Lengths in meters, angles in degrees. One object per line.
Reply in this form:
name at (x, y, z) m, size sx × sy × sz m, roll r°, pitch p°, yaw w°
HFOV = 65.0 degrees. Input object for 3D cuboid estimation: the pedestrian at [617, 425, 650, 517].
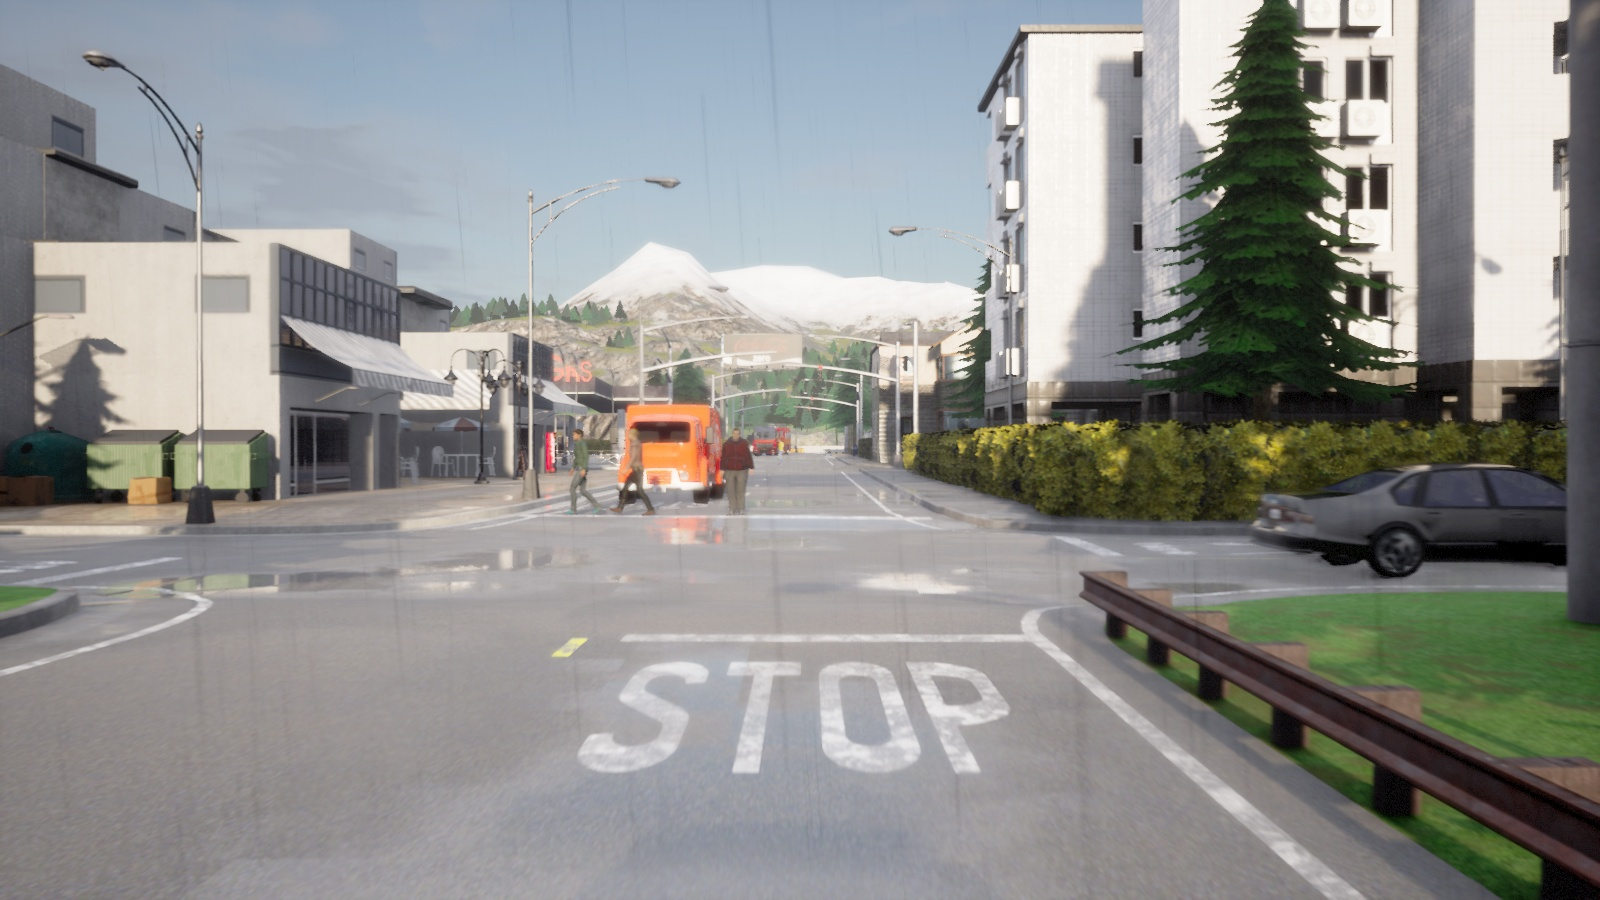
pedestrian at (-3.371, 0.426, 25.427) m, size 0.634 × 1.846 × 0.331 m, roll 0°, pitch 0°, yaw 0°

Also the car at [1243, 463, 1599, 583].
car at (8.736, 0.886, 16.144) m, size 5.357 × 1.411 × 2.033 m, roll 0°, pitch 0°, yaw 1°

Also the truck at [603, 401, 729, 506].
truck at (-3.300, 0.077, 32.155) m, size 2.627 × 2.467 × 5.204 m, roll 0°, pitch 0°, yaw 0°

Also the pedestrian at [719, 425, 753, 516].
pedestrian at (-1.312, 0.408, 25.867) m, size 0.634 × 1.844 × 0.899 m, roll 0°, pitch 0°, yaw 2°

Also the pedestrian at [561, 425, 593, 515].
pedestrian at (-4.593, 0.405, 25.852) m, size 0.614 × 1.847 × 0.353 m, roll 0°, pitch 0°, yaw -16°
